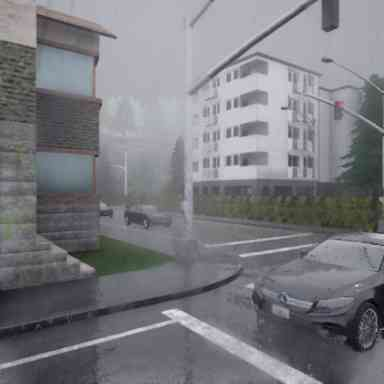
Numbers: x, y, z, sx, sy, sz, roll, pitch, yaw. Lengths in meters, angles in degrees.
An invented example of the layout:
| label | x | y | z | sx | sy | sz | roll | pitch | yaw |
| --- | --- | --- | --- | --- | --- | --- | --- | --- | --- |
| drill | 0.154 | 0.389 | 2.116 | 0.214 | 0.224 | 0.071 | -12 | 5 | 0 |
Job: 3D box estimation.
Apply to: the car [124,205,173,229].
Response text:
| label | x | y | z | sx | sy | sz | roll | pitch | yaw |
| --- | --- | --- | --- | --- | --- | --- | --- | --- | --- |
| car | -3.200 | 1.680 | 23.542 | 1.837 | 1.490 | 4.892 | 0 | 0 | -35 |

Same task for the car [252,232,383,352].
| label | x | y | z | sx | sy | sz | roll | pitch | yaw |
| --- | --- | --- | --- | --- | --- | --- | --- | --- | --- |
| car | 3.221 | 1.540 | 6.278 | 4.674 | 1.442 | 1.812 | 1 | 0 | -35 |

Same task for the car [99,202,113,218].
| label | x | y | z | sx | sy | sz | roll | pitch | yaw |
| --- | --- | --- | --- | --- | --- | --- | --- | --- | --- |
| car | -9.195 | 1.653 | 31.977 | 1.882 | 1.535 | 5.008 | 0 | 0 | -35 |
